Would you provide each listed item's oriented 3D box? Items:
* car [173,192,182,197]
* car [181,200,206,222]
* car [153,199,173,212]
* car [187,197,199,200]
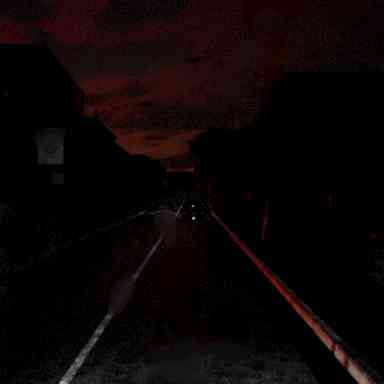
[{"bbox_3d":[-3.398,0.610,80.115,2.097,1.767,4.553,0,1,0],"label":"car"},{"bbox_3d":[0.113,1.595,26.247,1.895,1.301,4.718,0,0,0],"label":"car"},{"bbox_3d":[-3.184,1.521,37.524,1.994,1.385,4.181,0,0,0],"label":"car"},{"bbox_3d":[0.117,1.425,42.835,1.837,1.490,4.892,0,1,0],"label":"car"}]
